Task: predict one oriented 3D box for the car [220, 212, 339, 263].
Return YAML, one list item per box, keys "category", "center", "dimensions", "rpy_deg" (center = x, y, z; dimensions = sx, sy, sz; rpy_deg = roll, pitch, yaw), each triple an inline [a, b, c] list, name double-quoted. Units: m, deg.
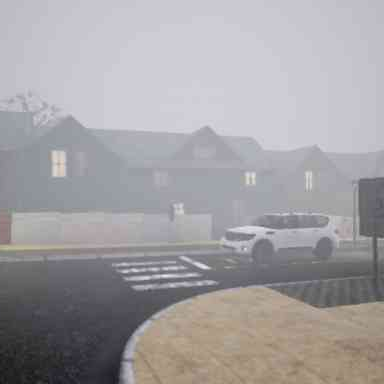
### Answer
- category: "car"
  center: [4.038, 1.926, 15.015]
  dimensions: [5.566, 2.045, 2.150]
  rpy_deg: [2, -2, -24]
